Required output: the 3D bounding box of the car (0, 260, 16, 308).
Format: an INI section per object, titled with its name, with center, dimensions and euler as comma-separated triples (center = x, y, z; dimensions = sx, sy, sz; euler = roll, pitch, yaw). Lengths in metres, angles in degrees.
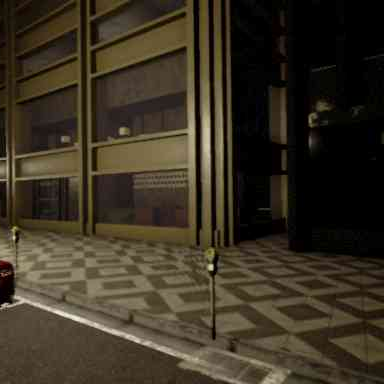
[car]
center = -5.305, 1.580, 6.650
dimensions = 4.507, 1.381, 1.887
euler = 0, -1, 36
